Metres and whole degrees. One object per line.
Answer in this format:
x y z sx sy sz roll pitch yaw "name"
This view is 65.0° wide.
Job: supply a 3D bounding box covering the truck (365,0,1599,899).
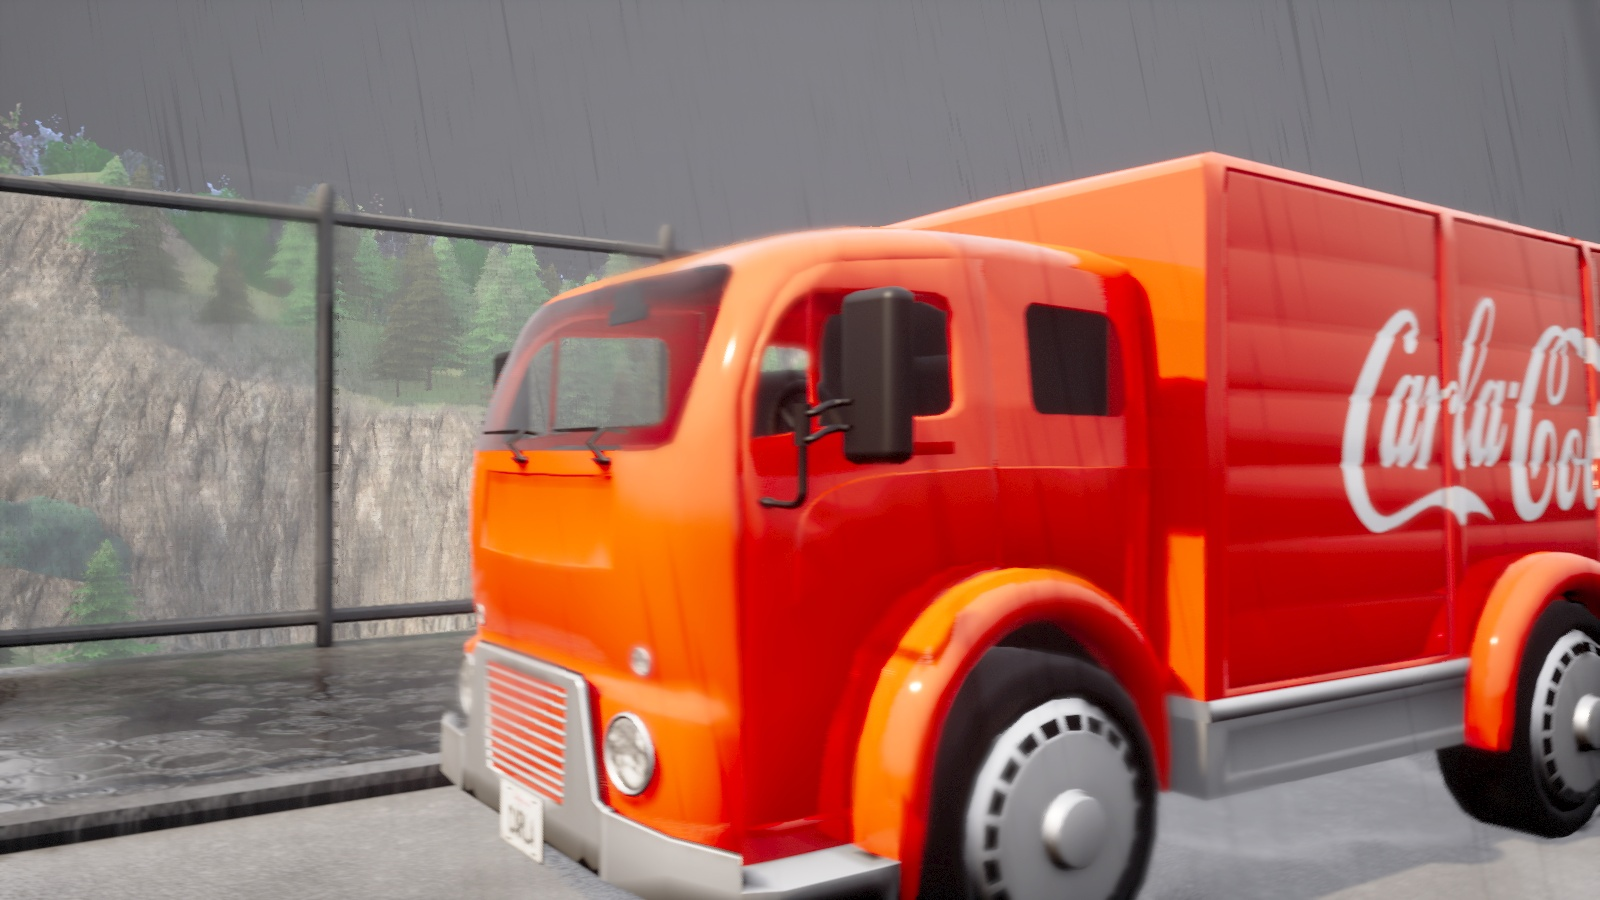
1.250 0.268 5.140 5.204 2.467 2.627 0 0 -35 "truck"
